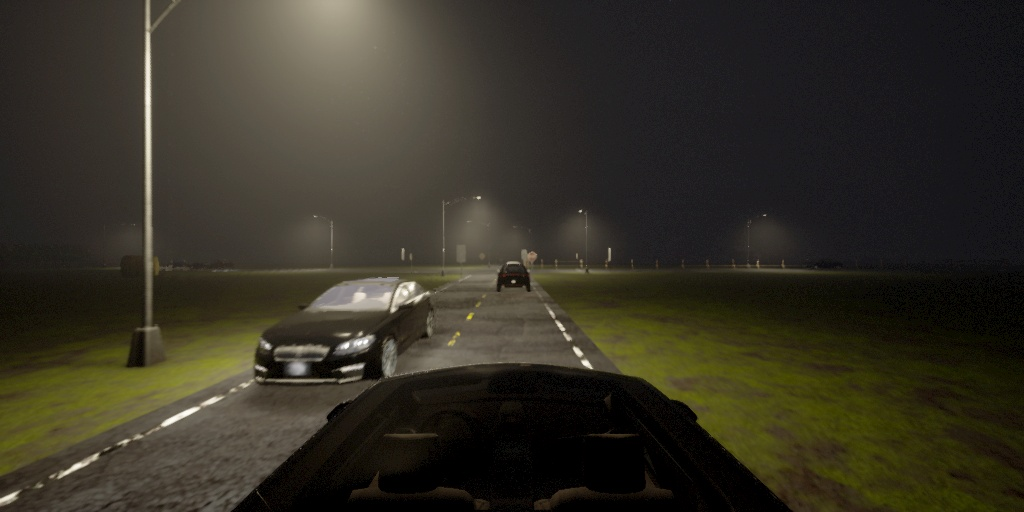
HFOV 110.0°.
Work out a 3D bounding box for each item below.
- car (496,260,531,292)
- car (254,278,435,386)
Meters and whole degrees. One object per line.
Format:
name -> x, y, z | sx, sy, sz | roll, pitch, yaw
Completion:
car -> 0.097, 1.207, 21.365 | 1.882, 1.535, 5.008 | 0, 0, 0
car -> -2.850, 1.236, 7.215 | 2.128, 1.511, 4.902 | 0, 0, 0
